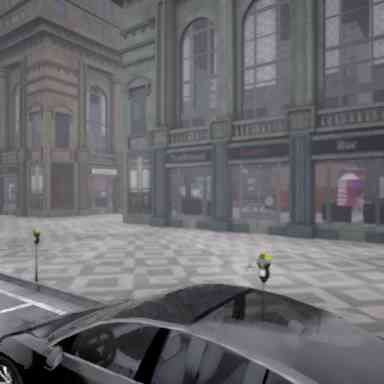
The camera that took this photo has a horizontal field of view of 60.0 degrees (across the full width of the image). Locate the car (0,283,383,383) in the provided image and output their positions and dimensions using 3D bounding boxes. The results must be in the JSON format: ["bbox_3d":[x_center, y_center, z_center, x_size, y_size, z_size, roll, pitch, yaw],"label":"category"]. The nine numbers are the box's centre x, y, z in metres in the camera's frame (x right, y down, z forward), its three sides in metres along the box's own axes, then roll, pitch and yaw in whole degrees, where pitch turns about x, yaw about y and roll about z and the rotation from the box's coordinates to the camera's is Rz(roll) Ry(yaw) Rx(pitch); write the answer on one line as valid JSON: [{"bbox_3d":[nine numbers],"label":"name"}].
[{"bbox_3d":[-0.089,1.568,3.025,4.313,1.339,1.947,0,0,36],"label":"car"}]
